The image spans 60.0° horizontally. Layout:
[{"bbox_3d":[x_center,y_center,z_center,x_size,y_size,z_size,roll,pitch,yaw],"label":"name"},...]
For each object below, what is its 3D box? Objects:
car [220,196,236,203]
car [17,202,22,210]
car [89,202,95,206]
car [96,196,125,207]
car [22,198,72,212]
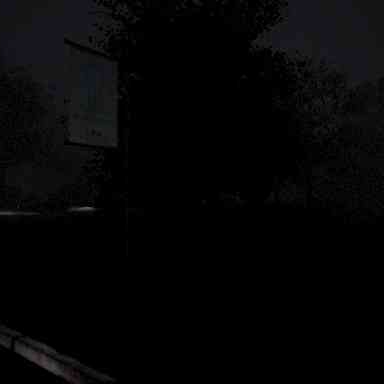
[{"bbox_3d":[6.999,1.375,64.437,1.994,1.385,4.181,0,0,32],"label":"car"},{"bbox_3d":[-18.964,1.484,41.176,2.128,1.511,4.902,0,0,39],"label":"car"},{"bbox_3d":[-12.508,1.508,49.342,2.033,1.411,5.357,0,0,38],"label":"car"},{"bbox_3d":[-10.185,1.185,46.638,2.150,2.045,5.566,0,0,38],"label":"car"},{"bbox_3d":[-16.501,1.470,38.652,1.882,1.535,5.008,0,0,39],"label":"car"}]
